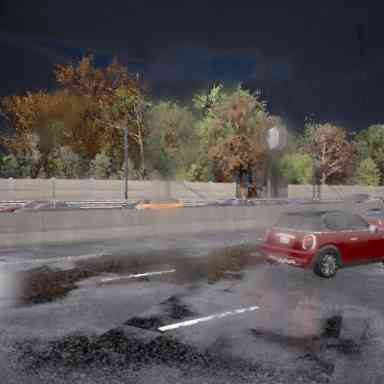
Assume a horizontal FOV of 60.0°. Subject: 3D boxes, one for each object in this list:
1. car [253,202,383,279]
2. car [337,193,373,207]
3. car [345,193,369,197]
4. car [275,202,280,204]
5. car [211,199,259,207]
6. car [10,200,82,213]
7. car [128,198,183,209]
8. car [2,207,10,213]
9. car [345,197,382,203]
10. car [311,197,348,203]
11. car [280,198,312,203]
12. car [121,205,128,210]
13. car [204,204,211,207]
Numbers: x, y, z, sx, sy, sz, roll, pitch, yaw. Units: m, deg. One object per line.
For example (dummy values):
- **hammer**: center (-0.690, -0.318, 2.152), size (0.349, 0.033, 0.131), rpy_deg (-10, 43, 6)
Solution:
- **car**: center (4.374, 1.349, 10.204), size (4.553, 1.767, 2.097), rpy_deg (0, 0, -30)
- **car**: center (24.876, 1.227, 50.757), size (5.566, 2.045, 2.150), rpy_deg (0, 0, -30)
- **car**: center (22.052, 1.352, 45.067), size (4.553, 1.767, 2.097), rpy_deg (0, 0, -30)
- **car**: center (13.397, 1.545, 44.067), size (5.357, 1.411, 2.033), rpy_deg (0, 0, -30)
- **car**: center (5.119, 1.545, 35.186), size (5.357, 1.411, 2.033), rpy_deg (0, 0, -30)
- **car**: center (-11.067, 1.492, 25.738), size (4.902, 1.511, 2.128), rpy_deg (0, 0, -30)
- **car**: center (-3.078, 1.351, 30.401), size (4.553, 1.767, 2.097), rpy_deg (0, 0, -30)
- **car**: center (-13.379, 1.479, 28.443), size (5.008, 1.535, 1.882), rpy_deg (0, 0, -30)
- **car**: center (18.695, 1.523, 35.005), size (4.674, 1.442, 1.812), rpy_deg (0, 0, -30)
- **car**: center (16.138, 1.598, 37.564), size (4.718, 1.301, 1.895), rpy_deg (0, 0, -30)
- **car**: center (13.528, 1.489, 40.093), size (4.902, 1.511, 2.128), rpy_deg (0, 0, -30)
- **car**: center (-4.723, 1.505, 33.491), size (4.892, 1.490, 1.837), rpy_deg (0, 0, -30)
- **car**: center (3.965, 1.545, 38.568), size (5.357, 1.411, 2.033), rpy_deg (0, 0, -30)
